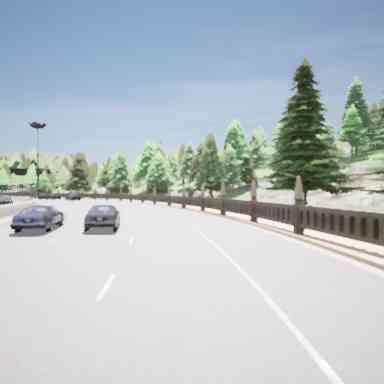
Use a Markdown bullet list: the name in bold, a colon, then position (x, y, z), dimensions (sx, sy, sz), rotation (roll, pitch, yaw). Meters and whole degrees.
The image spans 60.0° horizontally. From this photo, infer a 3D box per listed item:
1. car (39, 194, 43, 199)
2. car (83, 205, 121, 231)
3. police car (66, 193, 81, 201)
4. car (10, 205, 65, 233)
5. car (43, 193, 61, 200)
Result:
- **car**: position (-38.716, 1.150, 85.477), dimensions (4.674, 1.442, 1.812), rotation (0, 0, 40)
- **car**: position (-5.291, 1.457, 19.847), dimensions (2.033, 1.411, 5.357), rotation (0, 0, -11)
- **police car**: position (-26.262, 1.098, 73.290), dimensions (1.930, 1.638, 5.238), rotation (0, 0, -41)
- **car**: position (-8.717, 1.463, 19.180), dimensions (2.033, 1.411, 5.357), rotation (0, 0, -11)
- **car**: position (-33.771, 0.992, 81.088), dimensions (4.553, 1.767, 2.097), rotation (0, 0, 43)
